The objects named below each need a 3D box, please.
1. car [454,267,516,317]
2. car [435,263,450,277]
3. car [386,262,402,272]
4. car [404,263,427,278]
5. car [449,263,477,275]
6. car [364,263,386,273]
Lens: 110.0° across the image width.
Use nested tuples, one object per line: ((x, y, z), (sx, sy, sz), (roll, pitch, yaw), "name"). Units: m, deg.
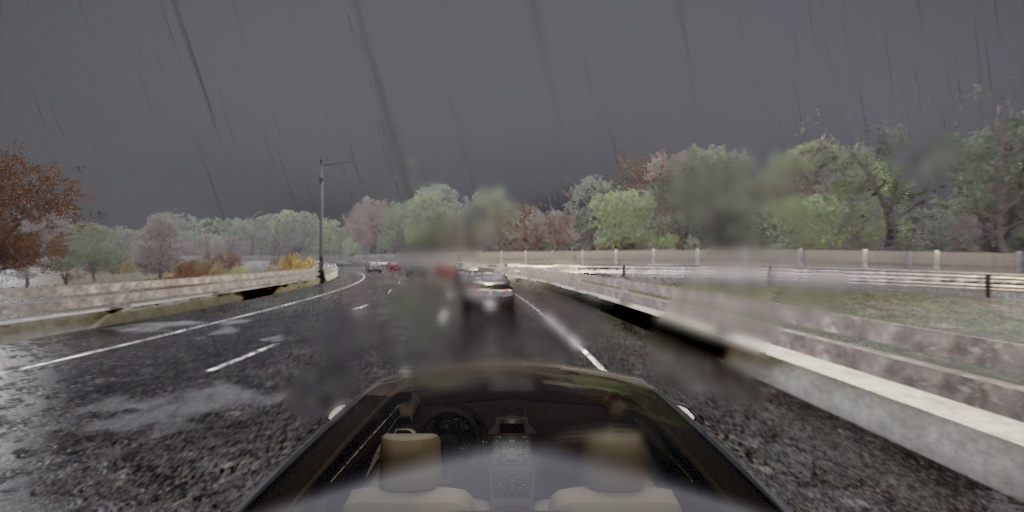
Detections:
((-0.971, 1.343, 13.839), (2.128, 1.511, 4.902), (0, 0, -6), "car")
((-7.723, 1.564, 41.660), (1.882, 1.535, 5.008), (0, 0, -21), "car")
((-18.600, 1.698, 56.283), (1.882, 1.535, 5.008), (0, -1, -30), "car")
((-10.681, 1.580, 39.579), (1.837, 1.490, 4.892), (1, 0, -20), "car")
((-3.420, 1.457, 27.549), (2.128, 1.511, 4.902), (0, 0, -13), "car")
((-20.369, 1.739, 52.428), (2.033, 1.411, 5.357), (0, -1, -29), "car")
